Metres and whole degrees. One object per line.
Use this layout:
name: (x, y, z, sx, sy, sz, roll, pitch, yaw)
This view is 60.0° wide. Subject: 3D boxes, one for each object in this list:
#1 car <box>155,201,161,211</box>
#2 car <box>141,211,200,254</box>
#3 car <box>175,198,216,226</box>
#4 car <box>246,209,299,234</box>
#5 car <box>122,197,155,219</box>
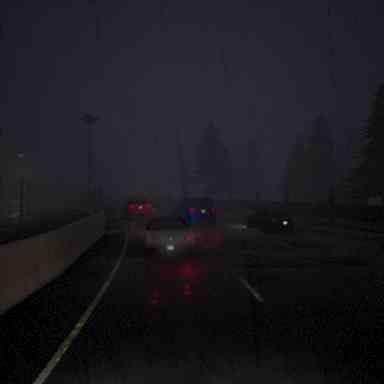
car: (-5.344, 1.866, 41.616, 1.837, 1.490, 4.892, 0, -1, -23)
car: (-1.092, 1.723, 14.134, 1.895, 1.301, 4.718, 0, 0, -8)
car: (0.157, 1.439, 25.524, 2.150, 2.045, 5.566, 0, 0, -14)
car: (4.828, 1.729, 20.587, 1.994, 1.385, 4.181, 0, 0, -11)
car: (-5.463, 1.507, 32.362, 2.150, 2.045, 5.566, 0, -1, -19)
